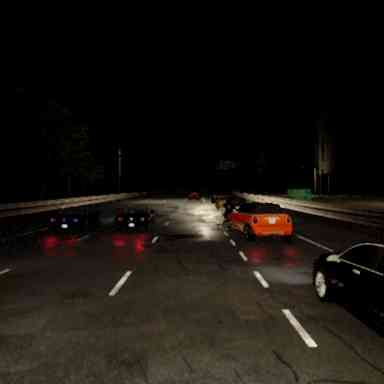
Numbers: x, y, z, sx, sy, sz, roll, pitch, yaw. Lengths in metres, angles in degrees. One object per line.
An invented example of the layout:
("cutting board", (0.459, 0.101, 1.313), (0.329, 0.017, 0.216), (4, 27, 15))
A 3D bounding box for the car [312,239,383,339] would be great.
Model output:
("car", (3.504, 1.489, 5.298), (1.837, 1.490, 4.892), (0, 0, 0))

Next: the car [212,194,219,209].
("car", (3.669, 1.134, 38.391), (1.801, 1.575, 5.366), (0, 1, 0))

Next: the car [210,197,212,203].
("car", (3.773, 1.061, 49.172), (2.033, 1.411, 5.357), (0, 1, 1))

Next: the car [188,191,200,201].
("car", (0.380, 0.885, 59.282), (1.812, 1.442, 4.674), (0, 1, 1))

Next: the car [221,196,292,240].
("car", (3.205, 1.299, 16.852), (2.097, 1.767, 4.553), (0, 0, -10))

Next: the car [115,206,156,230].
("car", (-3.345, 1.522, 20.719), (1.895, 1.301, 4.718), (0, 0, 0))

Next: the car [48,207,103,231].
("car", (-6.848, 1.527, 20.148), (1.895, 1.301, 4.718), (0, 0, 0))

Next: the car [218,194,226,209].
("car", (3.587, 1.198, 27.199), (2.097, 1.767, 4.553), (0, 1, 0))

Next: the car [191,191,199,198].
("car", (0.621, 0.537, 77.170), (1.812, 1.442, 4.674), (0, 1, 1))
